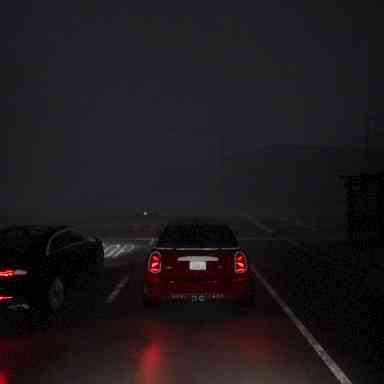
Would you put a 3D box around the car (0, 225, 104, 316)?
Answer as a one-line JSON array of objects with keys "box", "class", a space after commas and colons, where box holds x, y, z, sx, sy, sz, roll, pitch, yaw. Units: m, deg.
[{"box": [-3.390, 1.491, 7.489, 2.128, 1.511, 4.902, 0, 0, 0], "class": "car"}]

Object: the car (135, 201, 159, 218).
[{"box": [-4.014, 1.564, 30.049, 1.812, 1.442, 4.674, 0, 0, -3], "class": "car"}]

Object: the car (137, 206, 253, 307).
[{"box": [0.103, 1.352, 8.148, 2.097, 1.767, 4.553, 0, 0, 0], "class": "car"}]
